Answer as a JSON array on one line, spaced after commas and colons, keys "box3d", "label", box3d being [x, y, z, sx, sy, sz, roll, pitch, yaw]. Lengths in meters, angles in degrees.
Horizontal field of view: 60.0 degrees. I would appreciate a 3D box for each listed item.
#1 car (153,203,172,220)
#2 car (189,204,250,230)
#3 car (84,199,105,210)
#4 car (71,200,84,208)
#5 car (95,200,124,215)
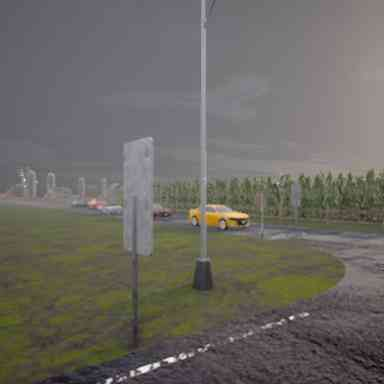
[{"box3d": [-3.648, 1.708, 30.426, 1.882, 1.535, 5.008, 0, -1, -35], "label": "car"}, {"box3d": [1.757, 1.621, 22.589, 1.882, 1.535, 5.008, 0, -1, -35], "label": "car"}, {"box3d": [-14.718, 1.811, 51.703, 2.097, 1.767, 4.553, 0, -1, -35], "label": "car"}, {"box3d": [-20.460, 2.116, 60.031, 1.994, 1.385, 4.181, 0, -1, -35], "label": "car"}, {"box3d": [-9.307, 1.923, 38.657, 1.895, 1.301, 4.718, 0, -1, -34], "label": "car"}]
